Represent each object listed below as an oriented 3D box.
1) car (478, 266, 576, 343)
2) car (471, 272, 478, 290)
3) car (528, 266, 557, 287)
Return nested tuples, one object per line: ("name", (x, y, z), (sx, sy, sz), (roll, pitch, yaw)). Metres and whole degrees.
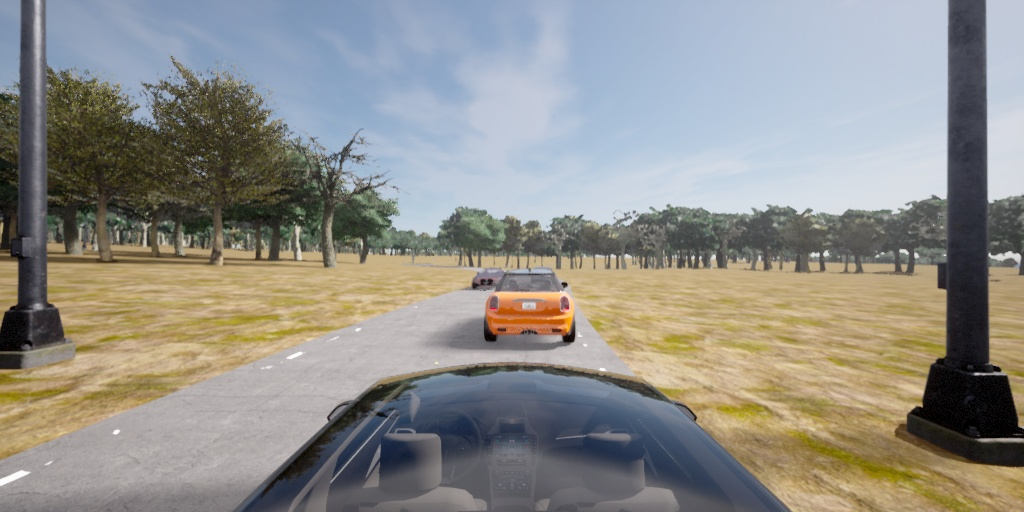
("car", (0.520, 1.126, 9.991), (2.097, 1.767, 4.553), (0, 0, 4))
("car", (-1.360, 1.479, 23.847), (1.994, 1.385, 4.181), (0, -1, 7))
("car", (2.430, 1.516, 28.206), (2.033, 1.411, 5.357), (0, -1, 5))
